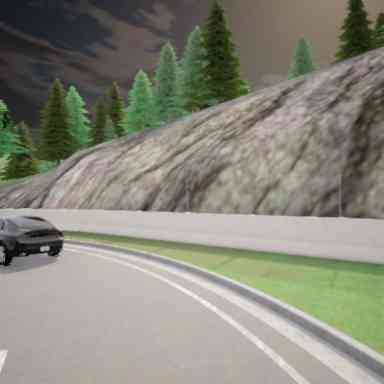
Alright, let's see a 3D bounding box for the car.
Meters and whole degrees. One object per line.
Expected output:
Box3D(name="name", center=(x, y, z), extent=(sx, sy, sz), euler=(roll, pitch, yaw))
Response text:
Box3D(name="car", center=(-6.631, 1.630, 12.334), extent=(4.892, 1.490, 1.837), euler=(-1, -1, 40))
